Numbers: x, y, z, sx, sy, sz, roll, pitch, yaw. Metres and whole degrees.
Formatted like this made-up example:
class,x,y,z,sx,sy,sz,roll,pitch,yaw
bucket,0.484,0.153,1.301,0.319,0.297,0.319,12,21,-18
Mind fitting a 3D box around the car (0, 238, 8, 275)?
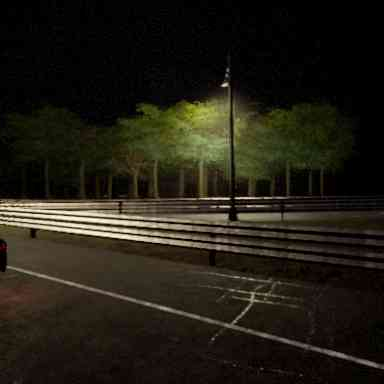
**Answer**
class,x,y,z,sx,sy,sz,roll,pitch,yaw
car,-6.865,1.461,8.875,5.008,1.535,1.882,1,0,36
